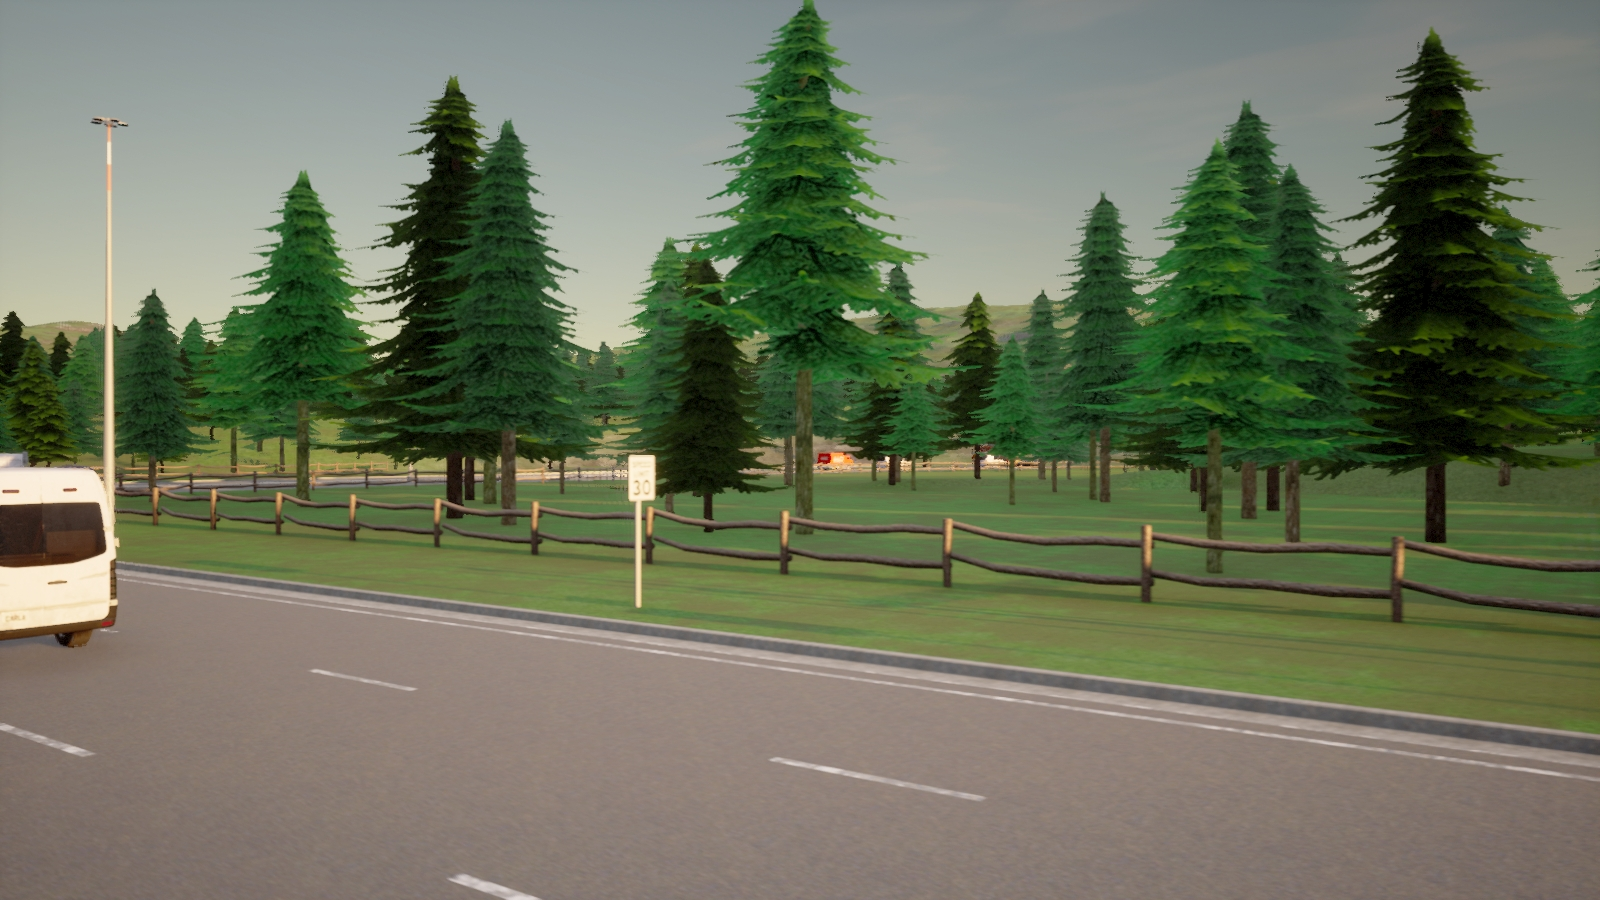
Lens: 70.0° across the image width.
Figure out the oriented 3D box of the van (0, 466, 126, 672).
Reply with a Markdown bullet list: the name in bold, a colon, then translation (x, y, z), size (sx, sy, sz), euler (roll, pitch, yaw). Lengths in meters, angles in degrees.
- **van**: translation (-12.291, 1.535, 16.655), size (5.915, 2.561, 1.988), euler (0, 0, 35)
